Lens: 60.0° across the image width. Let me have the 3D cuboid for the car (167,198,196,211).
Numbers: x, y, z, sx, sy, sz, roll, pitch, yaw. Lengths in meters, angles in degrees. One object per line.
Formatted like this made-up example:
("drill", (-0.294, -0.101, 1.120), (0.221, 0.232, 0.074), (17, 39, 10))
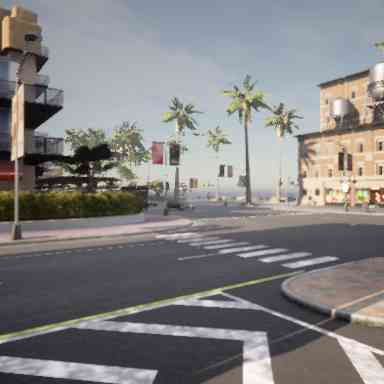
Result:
("car", (-1.447, 1.568, 42.492), (2.128, 1.511, 4.902), (0, 0, -35))

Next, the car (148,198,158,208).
("car", (-7.181, 1.624, 50.686), (2.033, 1.411, 5.357), (0, 0, -35))
